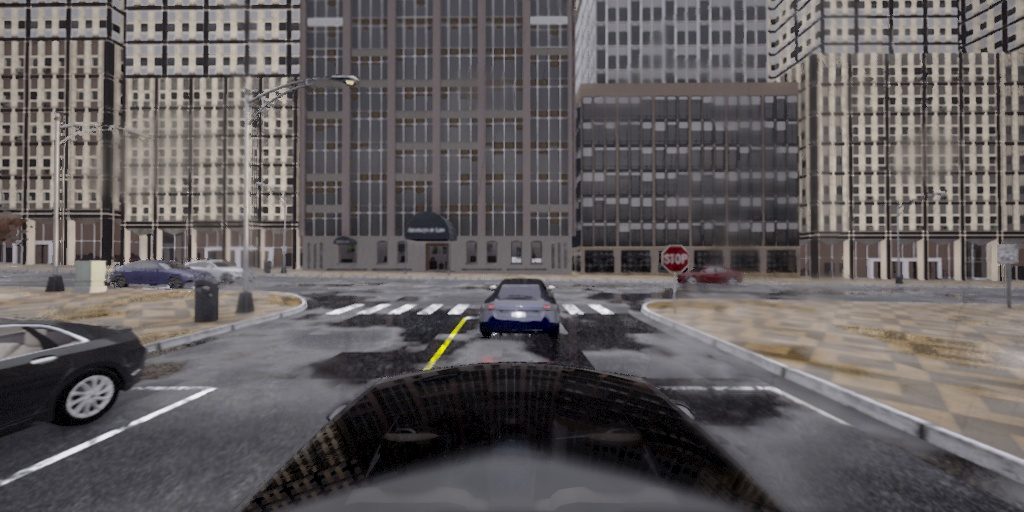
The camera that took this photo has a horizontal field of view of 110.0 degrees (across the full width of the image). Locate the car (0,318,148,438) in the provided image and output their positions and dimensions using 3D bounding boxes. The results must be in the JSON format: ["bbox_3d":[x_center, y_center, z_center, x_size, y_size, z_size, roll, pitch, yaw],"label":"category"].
[{"bbox_3d":[-5.819,1.301,3.024,2.007,1.370,4.403,0,0,0],"label":"car"}]

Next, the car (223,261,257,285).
[{"bbox_3d":[-18.482,0.988,22.247,4.674,1.442,1.812,1,-1,1],"label":"car"}]

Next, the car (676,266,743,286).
[{"bbox_3d":[15.539,1.557,28.529,5.008,1.535,1.882,1,-1,1],"label":"car"}]

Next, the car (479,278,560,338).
[{"bbox_3d":[0.287,1.315,10.230,1.994,1.385,4.181,0,0,4],"label":"car"}]

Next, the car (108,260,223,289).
[{"bbox_3d":[-18.543,0.954,19.011,4.674,1.442,1.812,1,-1,1],"label":"car"}]
